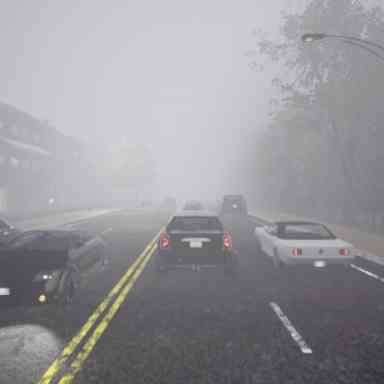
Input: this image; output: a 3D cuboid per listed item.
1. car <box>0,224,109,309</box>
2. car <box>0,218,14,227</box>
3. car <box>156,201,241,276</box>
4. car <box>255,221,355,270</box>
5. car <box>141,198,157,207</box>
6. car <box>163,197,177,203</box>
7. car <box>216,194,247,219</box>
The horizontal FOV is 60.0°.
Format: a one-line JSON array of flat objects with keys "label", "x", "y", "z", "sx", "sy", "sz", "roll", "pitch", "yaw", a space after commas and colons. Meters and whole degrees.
[{"label": "car", "x": -3.350, "y": 1.560, "z": 7.840, "sx": 1.994, "sy": 1.385, "sz": 4.181, "roll": 0, "pitch": 0, "yaw": 0}, {"label": "car", "x": -6.600, "y": 1.500, "z": 9.401, "sx": 1.837, "sy": 1.490, "sz": 4.892, "roll": 0, "pitch": 0, "yaw": 0}, {"label": "car", "x": 0.101, "y": 1.346, "z": 10.523, "sx": 2.097, "sy": 1.767, "sz": 4.553, "roll": 0, "pitch": 0, "yaw": 0}, {"label": "car", "x": 3.351, "y": 1.594, "z": 10.940, "sx": 1.895, "sy": 1.301, "sz": 4.718, "roll": 0, "pitch": 0, "yaw": 0}, {"label": "car", "x": -6.572, "y": 1.570, "z": 50.588, "sx": 1.895, "sy": 1.301, "sz": 4.718, "roll": 0, "pitch": 0, "yaw": 0}, {"label": "car", "x": -3.326, "y": 1.447, "z": 50.085, "sx": 1.882, "sy": 1.535, "sz": 5.008, "roll": 0, "pitch": 0, "yaw": 0}, {"label": "car", "x": 3.349, "y": 1.204, "z": 28.541, "sx": 2.150, "sy": 2.045, "sz": 5.566, "roll": 0, "pitch": 0, "yaw": 0}]
